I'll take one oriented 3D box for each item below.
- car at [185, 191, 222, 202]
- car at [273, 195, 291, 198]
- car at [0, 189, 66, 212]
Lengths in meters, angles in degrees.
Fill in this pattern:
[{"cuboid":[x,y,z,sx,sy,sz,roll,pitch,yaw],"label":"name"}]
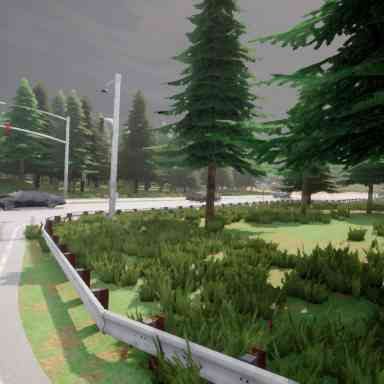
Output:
[{"cuboid":[1.521,0.541,40.092,2.033,1.411,5.357,5,3,39],"label":"car"},{"cuboid":[15.883,0.487,58.543,1.812,1.442,4.674,5,3,37],"label":"car"},{"cuboid":[-11.787,0.536,23.807,2.033,1.411,5.357,5,3,37],"label":"car"}]
